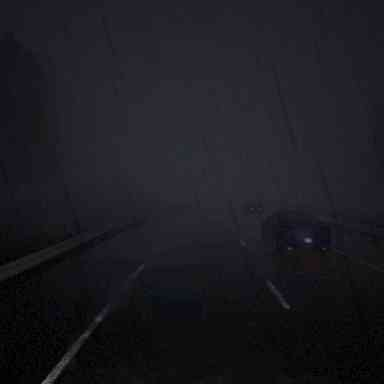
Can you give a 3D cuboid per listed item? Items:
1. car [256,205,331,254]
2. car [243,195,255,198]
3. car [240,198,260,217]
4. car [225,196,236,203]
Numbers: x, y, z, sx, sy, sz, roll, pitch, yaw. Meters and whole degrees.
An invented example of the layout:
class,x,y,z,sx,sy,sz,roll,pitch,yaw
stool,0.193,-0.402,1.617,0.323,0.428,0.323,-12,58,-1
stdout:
class,x,y,z,sx,sy,sz,roll,pitch,yaw
car,4.077,1.499,13.748,1.882,1.535,5.008,0,0,3
car,14.919,1.562,89.321,1.812,1.442,4.674,0,0,19
car,5.704,1.593,32.293,2.033,1.411,5.357,0,0,7
car,8.175,1.600,70.916,1.837,1.490,4.892,0,0,15
